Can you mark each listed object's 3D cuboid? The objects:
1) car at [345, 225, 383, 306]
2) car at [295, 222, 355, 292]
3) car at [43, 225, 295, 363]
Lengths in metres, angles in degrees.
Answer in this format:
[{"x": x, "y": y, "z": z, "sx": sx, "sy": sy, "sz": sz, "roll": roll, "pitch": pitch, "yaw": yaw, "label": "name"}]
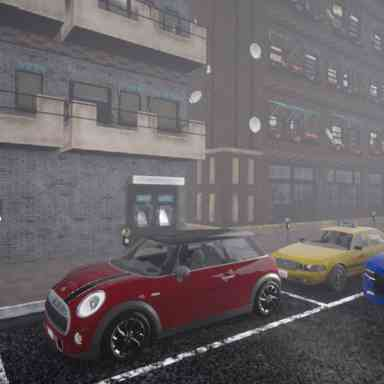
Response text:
[{"x": 5.556, "y": 1.479, "z": 7.040, "sx": 5.008, "sy": 1.535, "sz": 1.882, "roll": 0, "pitch": 0, "yaw": -36, "label": "car"}, {"x": 4.013, "y": 1.527, "z": 8.957, "sx": 4.829, "sy": 1.417, "sz": 1.752, "roll": 0, "pitch": 1, "yaw": -36, "label": "car"}, {"x": -0.363, "y": 1.441, "z": 5.829, "sx": 4.097, "sy": 1.590, "sz": 1.967, "roll": 0, "pitch": 1, "yaw": -36, "label": "car"}]
